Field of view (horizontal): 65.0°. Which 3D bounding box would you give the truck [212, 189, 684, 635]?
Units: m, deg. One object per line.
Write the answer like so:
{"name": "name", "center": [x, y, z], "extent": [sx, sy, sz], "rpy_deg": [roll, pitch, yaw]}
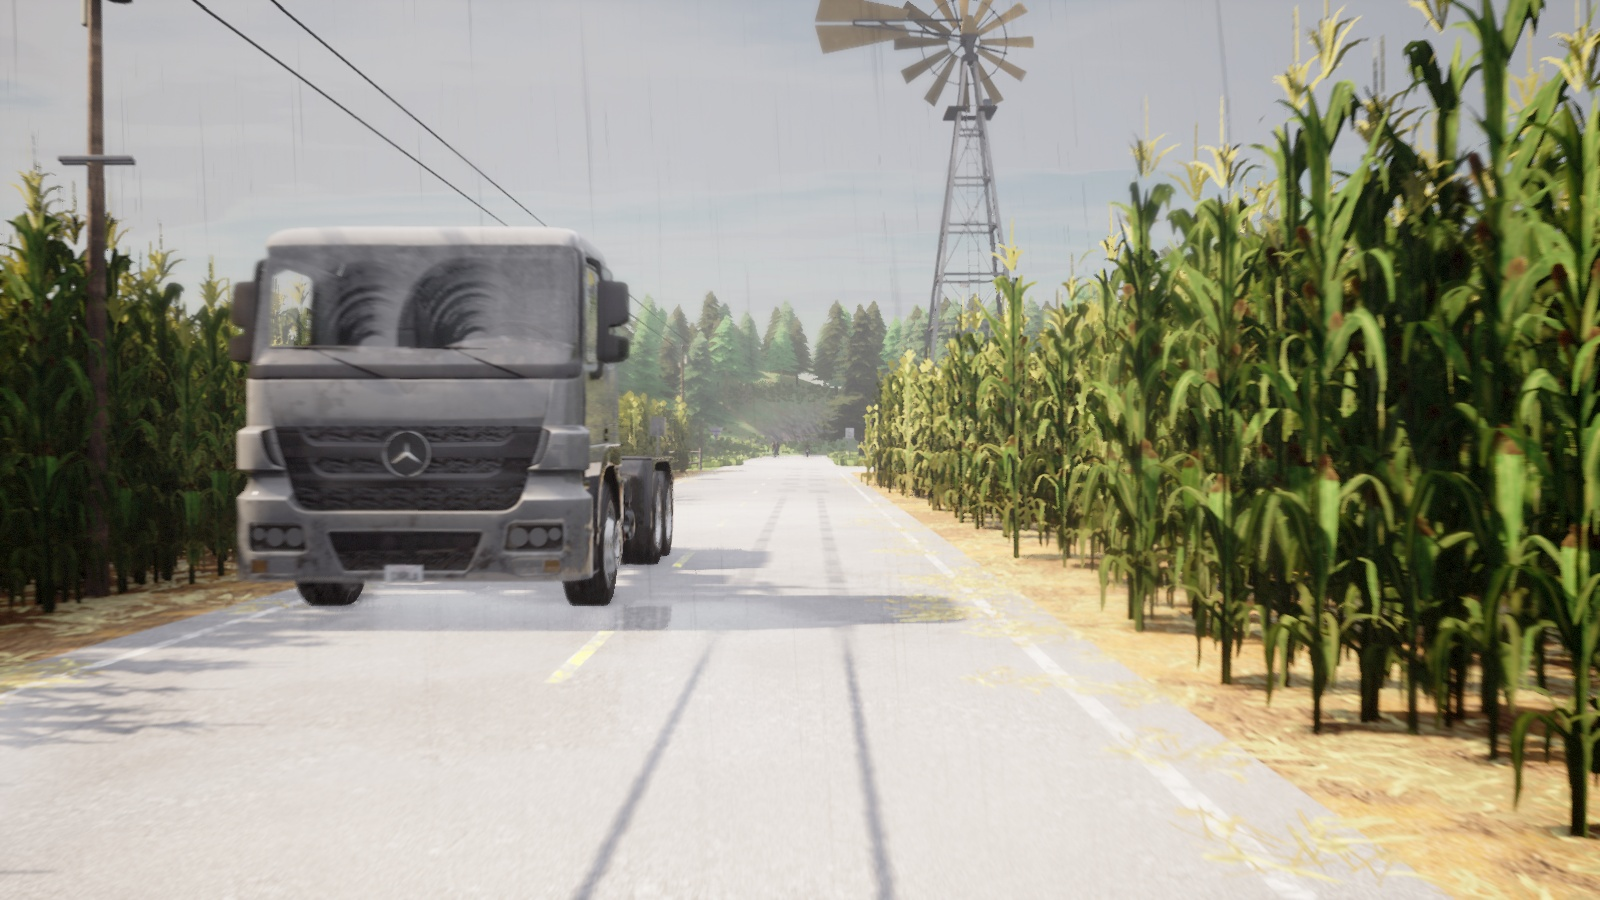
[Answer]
{"name": "truck", "center": [-3.105, -0.315, 13.736], "extent": [2.891, 3.462, 7.936], "rpy_deg": [0, 0, 0]}
